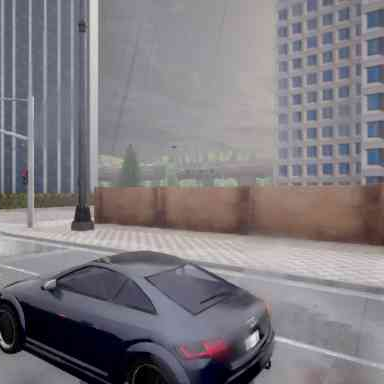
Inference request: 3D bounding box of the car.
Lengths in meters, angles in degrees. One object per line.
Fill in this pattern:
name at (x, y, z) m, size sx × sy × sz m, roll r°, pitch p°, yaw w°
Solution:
car at (-1.000, 1.564, 4.717) m, size 4.181 × 1.385 × 1.994 m, roll 0°, pitch 0°, yaw 35°
